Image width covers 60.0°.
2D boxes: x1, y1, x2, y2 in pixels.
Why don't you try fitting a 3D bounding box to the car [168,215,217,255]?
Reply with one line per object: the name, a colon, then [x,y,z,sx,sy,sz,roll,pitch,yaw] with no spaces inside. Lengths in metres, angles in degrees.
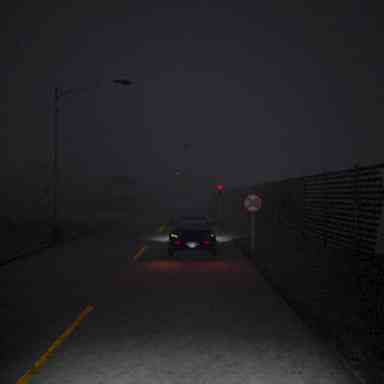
car: [0.034,1.677,13.882,1.812,1.442,4.674,0,0,1]
